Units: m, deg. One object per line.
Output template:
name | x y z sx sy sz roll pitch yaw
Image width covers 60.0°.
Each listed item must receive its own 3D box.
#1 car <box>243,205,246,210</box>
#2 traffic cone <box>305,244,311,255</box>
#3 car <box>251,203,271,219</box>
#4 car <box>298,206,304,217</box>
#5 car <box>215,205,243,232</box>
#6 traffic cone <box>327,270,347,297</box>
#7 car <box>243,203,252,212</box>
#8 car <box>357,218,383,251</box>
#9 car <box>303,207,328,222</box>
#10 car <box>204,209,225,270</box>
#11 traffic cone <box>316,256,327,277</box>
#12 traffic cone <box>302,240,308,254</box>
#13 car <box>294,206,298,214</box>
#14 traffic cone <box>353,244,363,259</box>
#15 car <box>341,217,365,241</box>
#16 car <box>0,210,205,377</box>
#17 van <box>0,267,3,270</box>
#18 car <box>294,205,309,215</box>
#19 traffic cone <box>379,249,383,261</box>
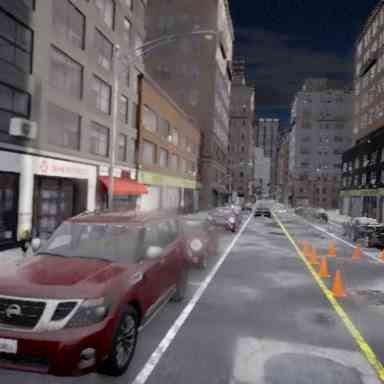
car | 3.259 1.992 27.729 1.802 1.307 4.206 2 -1 12
traffic cone | 4.394 2.276 12.025 0.340 0.580 0.340 3 -1 12
car | 8.120 2.333 38.175 1.895 1.301 4.718 3 -1 12
car | 15.131 2.626 42.500 1.752 1.417 4.829 2 -1 12
car | 2.101 1.745 22.268 1.967 1.590 4.097 2 -1 12
traffic cone | 3.562 2.200 8.114 0.340 0.580 0.340 3 -1 12
car | 9.075 2.467 55.042 1.887 1.381 4.507 2 -1 12
car | 9.274 2.144 15.022 1.947 1.339 4.313 2 -1 12
car | 13.931 2.546 36.872 2.008 1.369 4.403 2 -1 12
car | -0.224 1.535 11.344 1.967 1.590 4.097 2 -1 12
traffic cone | 3.978 2.238 10.070 0.340 0.580 0.340 3 -1 12
traffic cone | 4.811 2.313 13.981 0.340 0.580 0.340 3 -1 12
car | 16.258 2.765 47.796 1.947 1.339 4.313 2 -1 12
traffic cone | 6.765 2.402 13.564 0.340 0.580 0.340 3 -1 12
car | 10.438 2.234 20.485 2.008 1.369 4.403 2 -1 12
car | -1.382 1.305 5.883 2.192 1.841 5.009 2 -1 12
van | -2.546 1.225 0.420 1.690 1.788 3.998 2 -1 12
car | 17.422 2.883 53.258 1.802 1.307 4.206 2 -1 12
traffic cone | 7.742 2.446 13.355 0.340 0.580 0.340 3 -1 12
